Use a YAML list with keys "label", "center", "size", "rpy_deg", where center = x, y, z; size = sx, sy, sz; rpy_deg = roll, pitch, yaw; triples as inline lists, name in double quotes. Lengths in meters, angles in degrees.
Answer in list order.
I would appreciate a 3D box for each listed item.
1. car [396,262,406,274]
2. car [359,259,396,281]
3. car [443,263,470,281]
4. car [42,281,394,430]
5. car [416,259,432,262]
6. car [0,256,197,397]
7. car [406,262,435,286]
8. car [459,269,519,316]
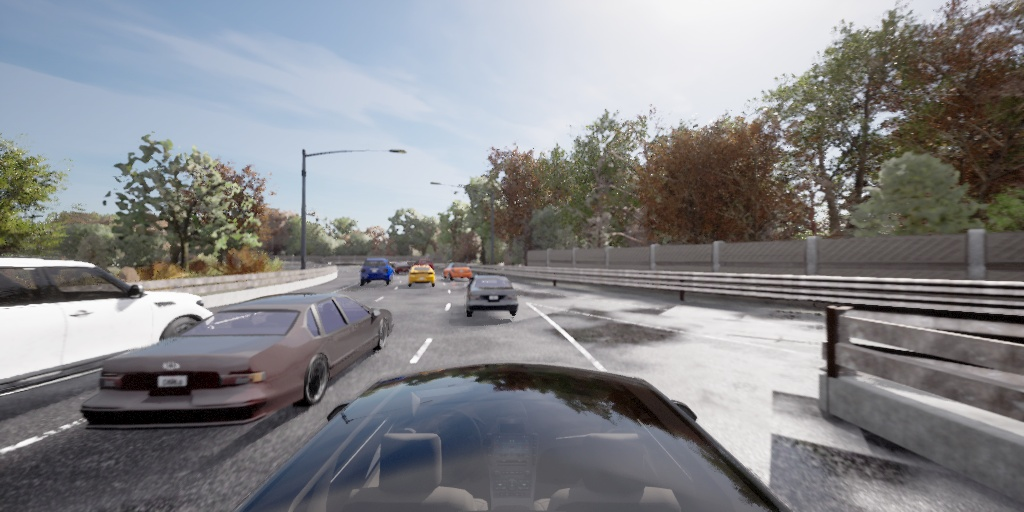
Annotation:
- label: "car"
  center: [-15.714, 1.756, 50.807]
  size: [1.882, 1.535, 5.008]
  rpy_deg: [0, -1, -26]
- label: "car"
  center: [-10.970, 1.272, 29.298]
  size: [2.150, 2.045, 5.566]
  rpy_deg: [0, -1, -15]
- label: "car"
  center: [-5.469, 1.460, 35.542]
  size: [2.097, 1.767, 4.553]
  rpy_deg: [0, -1, -20]
- label: "car"
  center: [-3.609, 1.348, 6.161]
  size: [2.033, 1.411, 5.357]
  rpy_deg: [0, -1, -3]
- label: "car"
  center: [-13.408, 1.528, 53.786]
  size: [2.150, 2.045, 5.566]
  rpy_deg: [0, -1, -28]
- label: "car"
  center: [-7.056, 1.014, 4.859]
  size: [2.150, 2.045, 5.566]
  rpy_deg: [0, -1, -2]
- label: "car"
  center: [-7.189, 1.514, 28.501]
  size: [1.882, 1.535, 5.008]
  rpy_deg: [0, -1, -15]
- label: "car"
  center: [-0.899, 1.428, 14.143]
  size: [2.033, 1.411, 5.357]
  rpy_deg: [0, -1, -7]
